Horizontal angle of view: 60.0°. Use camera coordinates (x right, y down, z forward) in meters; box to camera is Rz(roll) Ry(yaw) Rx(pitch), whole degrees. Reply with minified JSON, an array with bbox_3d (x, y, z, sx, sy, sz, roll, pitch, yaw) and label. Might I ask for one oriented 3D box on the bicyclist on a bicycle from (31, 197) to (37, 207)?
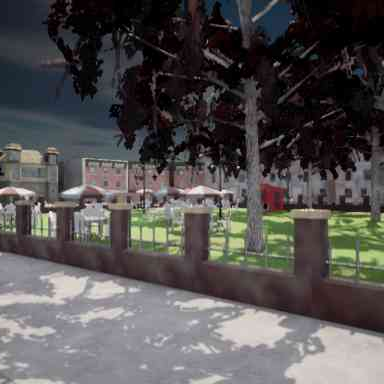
[{"bbox_3d":[-15.886,1.315,33.261,1.656,1.620,0.582,0,0,35],"label":"bicyclist on a bicycle"}]
